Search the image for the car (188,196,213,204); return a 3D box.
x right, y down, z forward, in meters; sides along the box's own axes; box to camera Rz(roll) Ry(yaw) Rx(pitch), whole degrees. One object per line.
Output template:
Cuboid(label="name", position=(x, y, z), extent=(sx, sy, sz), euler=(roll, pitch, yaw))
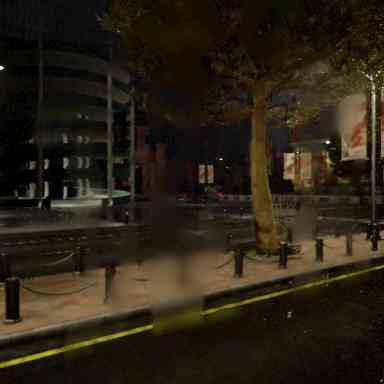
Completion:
Cuboid(label="car", position=(1.275, 1.582, 64.127), extent=(1.895, 1.301, 4.718), euler=(0, 0, -36))

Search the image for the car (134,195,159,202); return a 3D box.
Cuboid(label="car", position=(-10.700, 1.510, 74.512), extent=(5.357, 1.411, 2.033), euler=(0, 0, 30))

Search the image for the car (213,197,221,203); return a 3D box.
Cuboid(label="car", position=(3.448, 1.526, 67.171), extent=(2.033, 1.411, 5.357), euler=(0, 0, -37))

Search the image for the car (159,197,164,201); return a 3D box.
Cuboid(label="car", position=(-9.037, 1.513, 77.595), extent=(5.357, 1.411, 2.033), euler=(0, 0, 30))
